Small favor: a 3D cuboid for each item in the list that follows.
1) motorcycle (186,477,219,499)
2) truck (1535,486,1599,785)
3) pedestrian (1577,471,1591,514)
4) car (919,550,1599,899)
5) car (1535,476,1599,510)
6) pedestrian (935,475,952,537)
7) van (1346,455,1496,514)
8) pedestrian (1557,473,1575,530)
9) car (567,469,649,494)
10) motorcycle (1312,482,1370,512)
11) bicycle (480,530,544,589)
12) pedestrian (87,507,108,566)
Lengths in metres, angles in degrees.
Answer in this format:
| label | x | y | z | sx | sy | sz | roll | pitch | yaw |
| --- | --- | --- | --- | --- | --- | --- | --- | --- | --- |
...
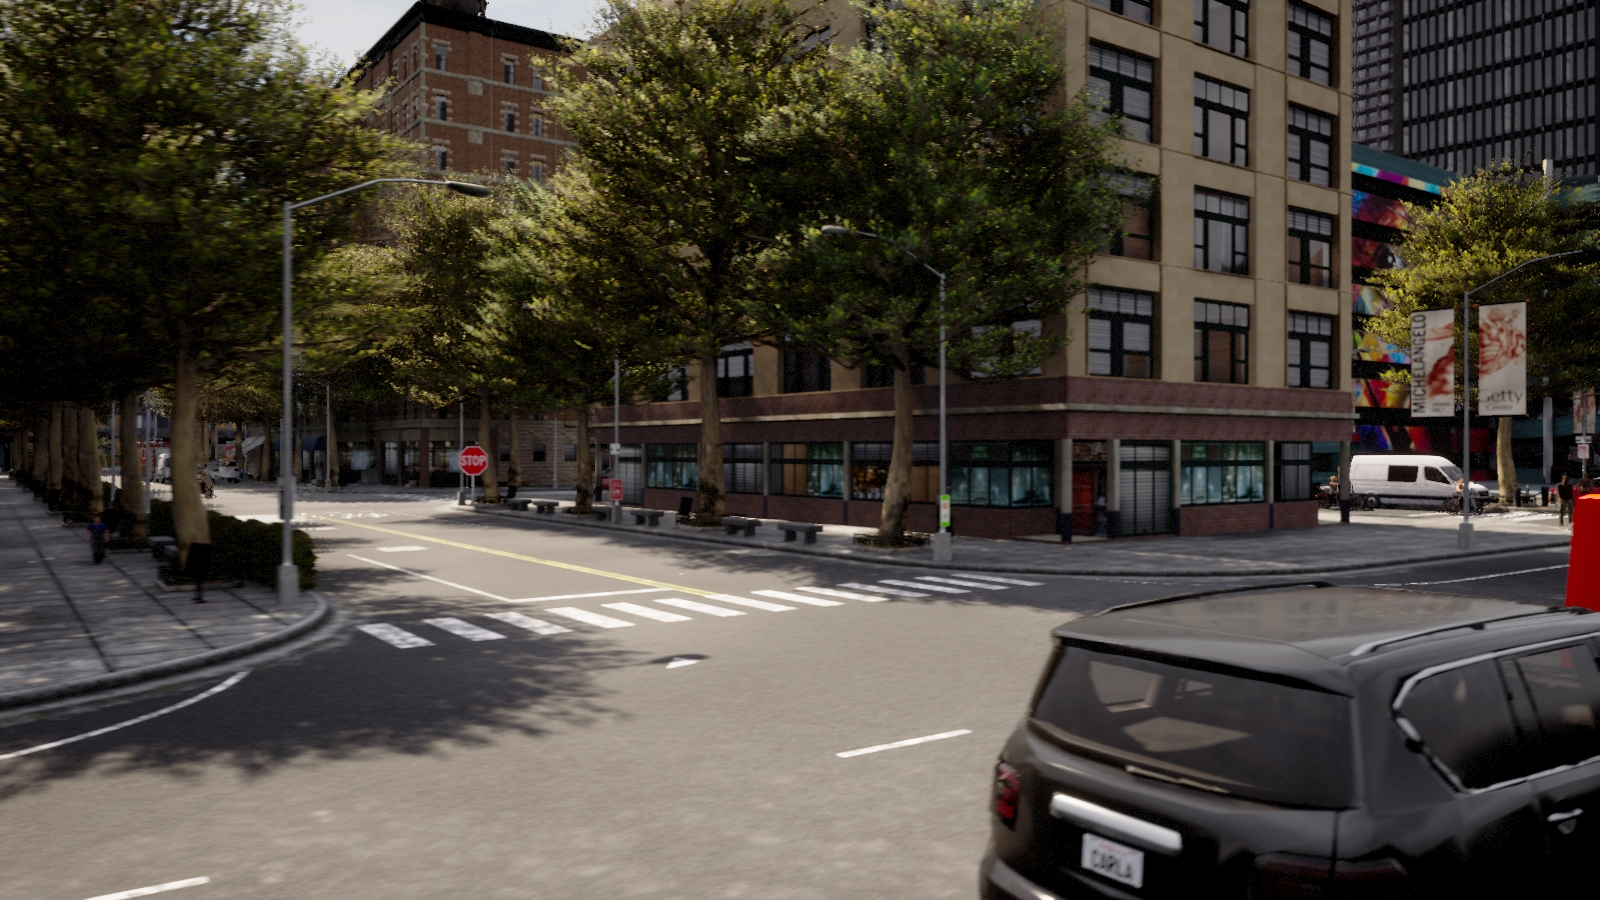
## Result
| label | x | y | z | sx | sy | sz | roll | pitch | yaw |
| --- | --- | --- | --- | --- | --- | --- | --- | --- | --- |
| motorcycle | -35.169 | 2.207 | 67.257 | 2.209 | 1.251 | 0.867 | 0 | -1 | 39 |
| truck | 9.283 | 1.568 | 10.372 | 5.204 | 2.467 | 2.627 | 0 | 0 | -35 |
| pedestrian | 34.177 | 1.839 | 49.795 | 0.375 | 1.860 | 0.375 | 0 | 0 | -26 |
| car | 3.464 | 1.780 | 6.205 | 5.566 | 2.045 | 2.150 | 0 | 0 | -35 |
| car | 38.134 | 2.062 | 54.294 | 2.231 | 1.480 | 4.892 | 0 | 0 | -34 |
| pedestrian | 4.373 | 1.697 | 34.840 | 0.375 | 1.860 | 0.375 | 0 | 0 | -36 |
| van | 28.949 | 1.536 | 53.468 | 1.988 | 2.561 | 5.915 | 0 | 0 | -36 |
| pedestrian | 25.212 | 1.697 | 37.615 | 0.375 | 1.860 | 0.375 | 0 | 0 | 6 |
| car | -12.602 | 2.049 | 75.264 | 4.902 | 1.511 | 2.128 | 0 | 0 | -37 |
| motorcycle | 25.029 | 2.171 | 52.934 | 0.764 | 1.277 | 2.356 | 0 | 0 | -36 |
| bicycle | -6.014 | 2.257 | 23.793 | 0.859 | 1.080 | 1.487 | 0 | 0 | -33 |
| pedestrian | -16.139 | 1.979 | 26.258 | 0.375 | 1.300 | 0.375 | 0 | 0 | -37 |
